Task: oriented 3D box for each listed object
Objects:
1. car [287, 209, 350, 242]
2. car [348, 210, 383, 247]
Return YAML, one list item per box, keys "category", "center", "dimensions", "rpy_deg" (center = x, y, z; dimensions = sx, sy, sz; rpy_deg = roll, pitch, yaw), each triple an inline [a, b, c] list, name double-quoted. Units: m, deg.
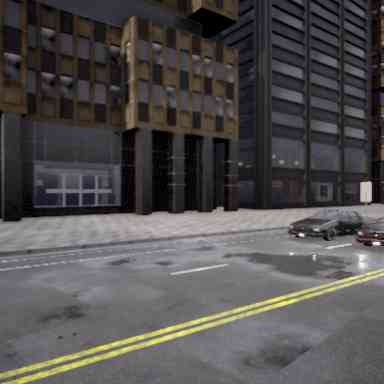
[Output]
- category: "car"
  center: [7.187, 1.584, 16.803]
  dimensions: [5.357, 1.411, 2.033]
  rpy_deg: [0, 0, -36]
- category: "car"
  center: [9.210, 1.585, 14.254]
  dimensions: [5.357, 1.411, 2.033]
  rpy_deg: [0, 0, -36]
